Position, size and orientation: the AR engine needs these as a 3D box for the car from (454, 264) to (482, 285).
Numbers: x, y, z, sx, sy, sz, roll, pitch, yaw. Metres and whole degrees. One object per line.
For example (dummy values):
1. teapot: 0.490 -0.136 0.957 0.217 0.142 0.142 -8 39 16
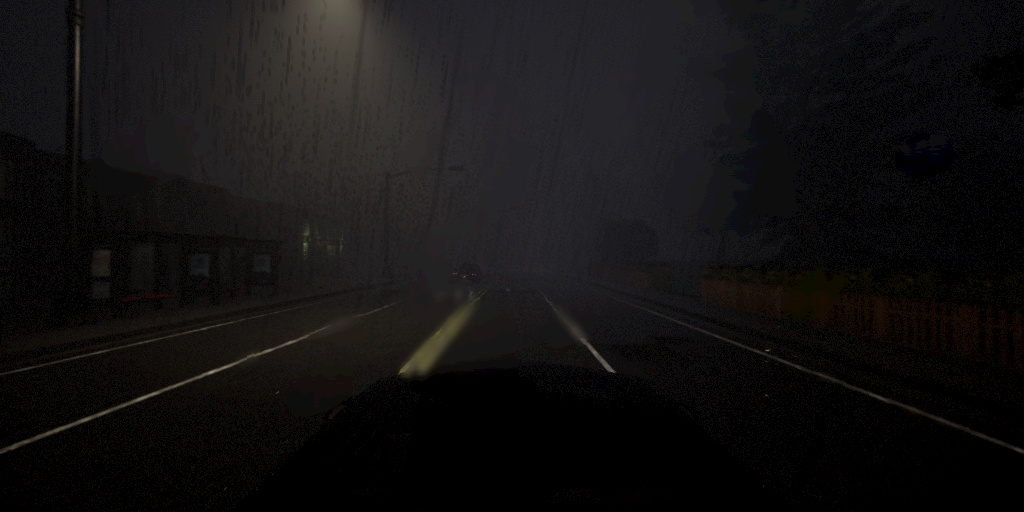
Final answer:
1. car: -3.506 1.416 29.084 2.128 1.511 4.902 0 0 0
